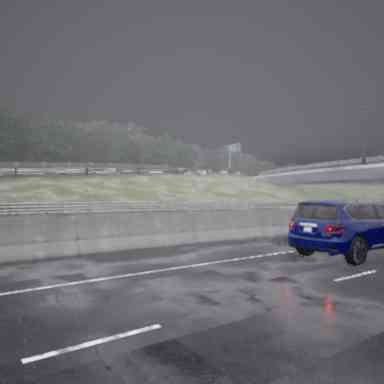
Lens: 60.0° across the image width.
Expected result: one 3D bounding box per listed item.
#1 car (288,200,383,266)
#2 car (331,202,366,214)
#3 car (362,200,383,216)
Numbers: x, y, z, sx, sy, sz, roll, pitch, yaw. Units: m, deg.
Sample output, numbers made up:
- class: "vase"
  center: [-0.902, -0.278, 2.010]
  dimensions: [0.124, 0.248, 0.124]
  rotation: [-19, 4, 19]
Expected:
- class: "car"
  center: [5.898, 1.313, 12.114]
  dimensions: [5.566, 2.045, 2.150]
  rotation: [1, 0, -34]
- class: "car"
  center: [19.977, 2.003, 42.496]
  dimensions: [4.674, 1.442, 1.812]
  rotation: [1, -1, -33]
- class: "car"
  center: [22.828, 1.845, 40.172]
  dimensions: [4.553, 1.767, 2.097]
  rotation: [1, 0, -33]
